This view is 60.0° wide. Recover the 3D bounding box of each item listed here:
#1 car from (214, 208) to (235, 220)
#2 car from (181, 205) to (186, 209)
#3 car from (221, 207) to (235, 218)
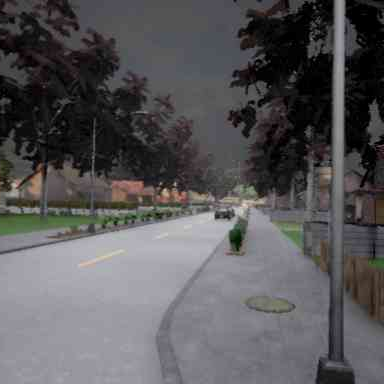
[{"bbox_3d":[4.059,2.856,43.069,1.882,1.535,5.008,1,-2,11],"label":"car"},{"bbox_3d":[-4.276,3.913,90.727,5.357,1.415,2.033,1,-2,10],"label":"car"},{"bbox_3d":[5.843,3.245,53.212,1.812,1.442,4.674,1,-2,10],"label":"car"}]
